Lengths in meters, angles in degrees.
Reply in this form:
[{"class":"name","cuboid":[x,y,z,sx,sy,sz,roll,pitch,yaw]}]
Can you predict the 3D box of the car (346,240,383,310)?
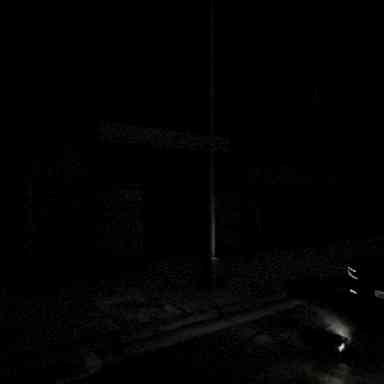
[{"class":"car","cuboid":[5.288,1.491,7.147,5.008,1.535,1.882,0,0,-35]}]
